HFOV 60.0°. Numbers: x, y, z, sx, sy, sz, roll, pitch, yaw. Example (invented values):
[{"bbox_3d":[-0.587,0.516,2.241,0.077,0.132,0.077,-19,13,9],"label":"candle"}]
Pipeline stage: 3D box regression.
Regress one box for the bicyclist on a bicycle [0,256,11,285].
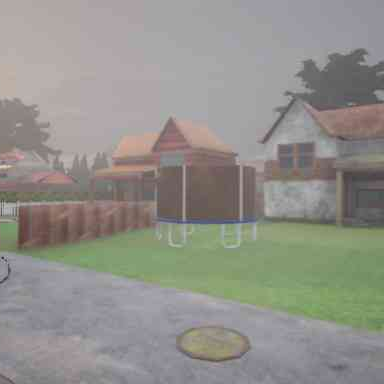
[{"bbox_3d":[-4.595,1.281,6.915,0.582,1.620,1.656,1,1,35],"label":"bicyclist on a bicycle"}]
